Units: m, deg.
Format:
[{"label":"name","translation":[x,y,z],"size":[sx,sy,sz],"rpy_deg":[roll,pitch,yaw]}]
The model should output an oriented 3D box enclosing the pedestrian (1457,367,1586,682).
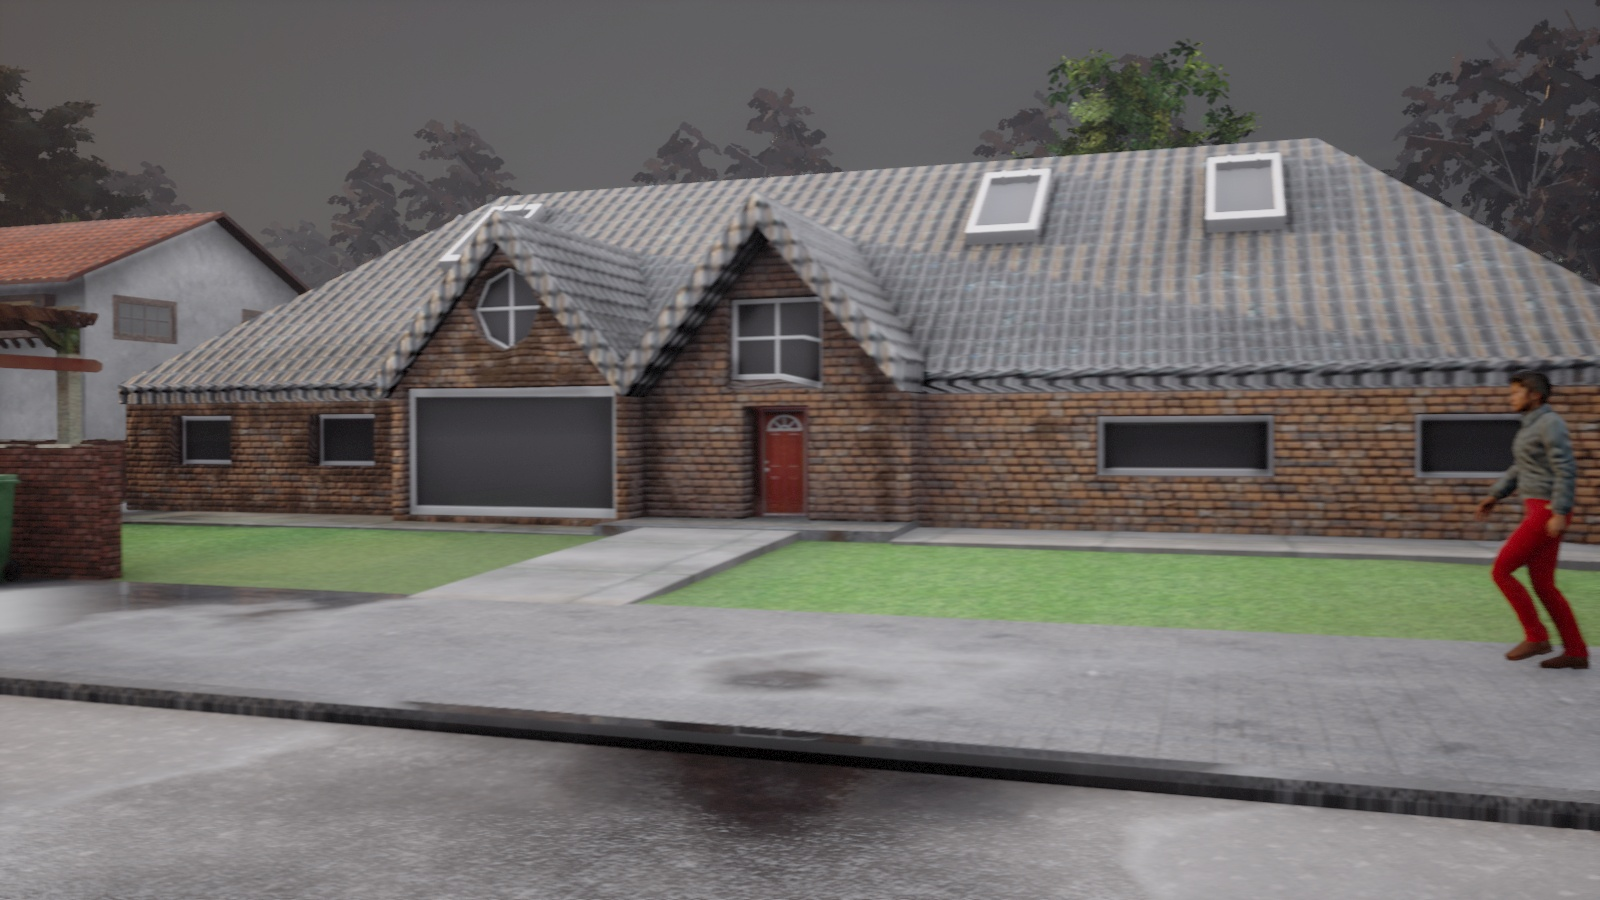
[{"label":"pedestrian","translation":[4.361,0.431,7.618],"size":[0.614,1.847,0.353],"rpy_deg":[1,1,22]}]
